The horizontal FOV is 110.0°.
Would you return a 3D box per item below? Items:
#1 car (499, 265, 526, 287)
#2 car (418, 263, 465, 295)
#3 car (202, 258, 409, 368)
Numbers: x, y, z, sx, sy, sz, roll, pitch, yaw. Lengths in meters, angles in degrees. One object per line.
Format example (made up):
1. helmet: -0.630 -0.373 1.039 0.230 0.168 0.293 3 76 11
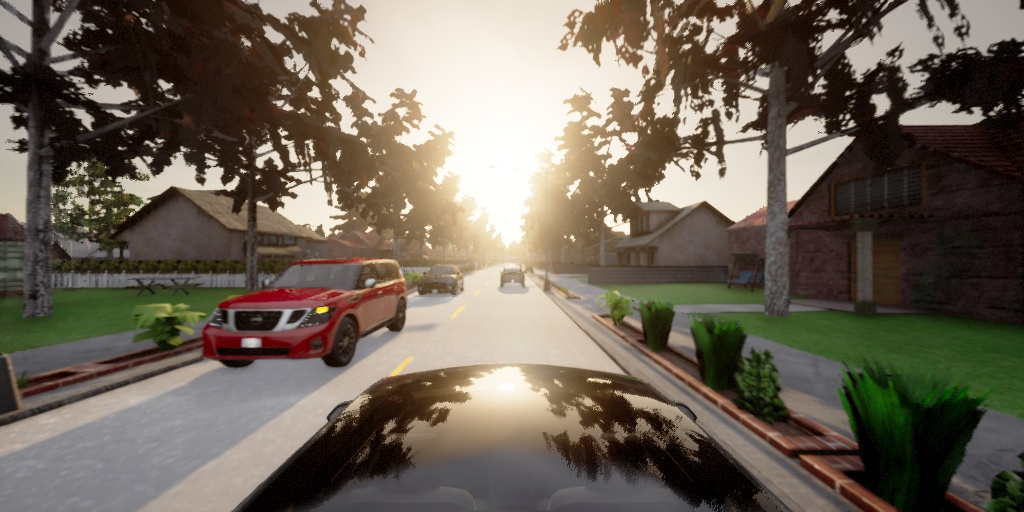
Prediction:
1. car: 0.056 1.558 28.046 1.837 1.490 4.892 0 0 0
2. car: -4.114 1.329 21.412 2.097 1.767 4.553 0 -1 0
3. car: -4.107 1.050 8.417 2.150 2.045 5.566 0 -1 0
